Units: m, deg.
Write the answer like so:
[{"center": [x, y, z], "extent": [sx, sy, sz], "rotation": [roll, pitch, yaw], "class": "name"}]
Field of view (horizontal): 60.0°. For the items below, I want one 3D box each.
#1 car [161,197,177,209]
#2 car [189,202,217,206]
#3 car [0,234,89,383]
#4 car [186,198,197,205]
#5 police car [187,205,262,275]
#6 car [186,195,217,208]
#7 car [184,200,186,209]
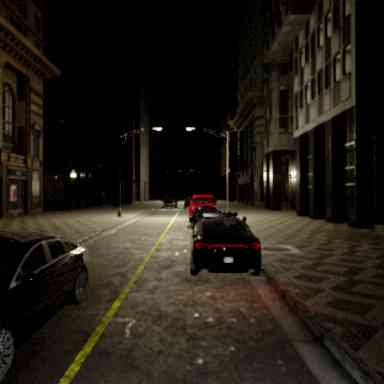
[{"center": [-3.169, 1.458, 46.992], "extent": [2.097, 1.767, 4.553], "rotation": [0, 0, 0], "class": "car"}, {"center": [0.865, 1.559, 20.507], "extent": [1.812, 1.442, 4.674], "rotation": [0, 0, 0], "class": "car"}, {"center": [-3.108, 1.498, 5.286], "extent": [2.128, 1.511, 4.902], "rotation": [0, 0, 0], "class": "car"}, {"center": [-0.111, 1.770, 64.082], "extent": [1.895, 1.301, 4.718], "rotation": [0, 0, 0], "class": "car"}, {"center": [0.882, 1.441, 10.616], "extent": [1.930, 1.638, 5.238], "rotation": [0, 0, 0], "class": "police car"}, {"center": [0.856, 1.272, 26.538], "extent": [2.150, 2.045, 5.566], "rotation": [0, 0, 0], "class": "car"}, {"center": [-0.056, 1.463, 47.823], "extent": [2.097, 1.767, 4.553], "rotation": [0, 0, 0], "class": "car"}]
